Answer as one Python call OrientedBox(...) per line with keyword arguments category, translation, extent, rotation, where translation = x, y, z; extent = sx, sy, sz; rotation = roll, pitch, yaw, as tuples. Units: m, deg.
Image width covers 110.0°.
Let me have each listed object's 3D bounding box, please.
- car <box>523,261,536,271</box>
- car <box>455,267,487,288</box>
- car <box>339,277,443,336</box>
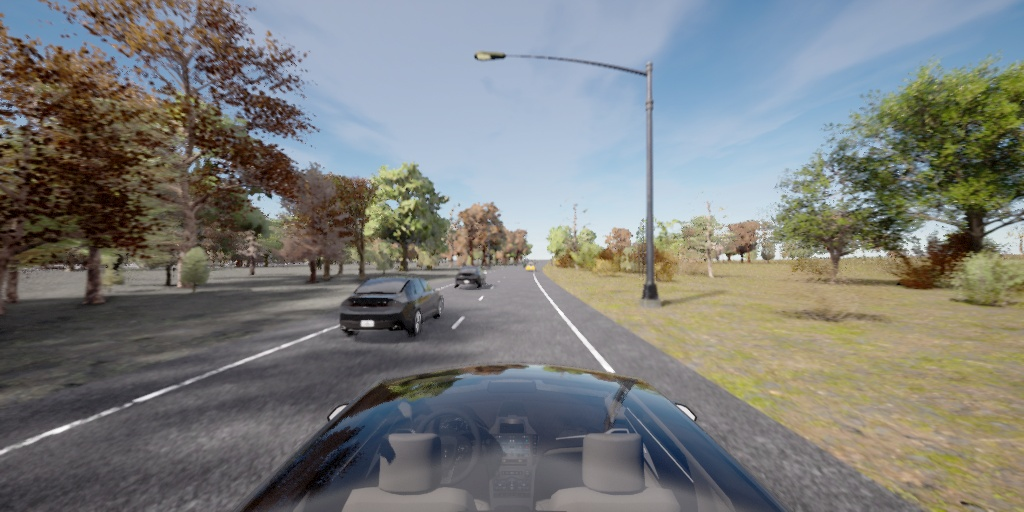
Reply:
OrientedBox(category="car", translation=(3.349, 1.914, 63.574), extent=(1.801, 1.575, 5.366), rotation=(0, -1, 4))
OrientedBox(category="car", translation=(-3.032, 1.540, 26.847), extent=(1.837, 1.490, 4.892), rotation=(0, -1, 2))
OrientedBox(category="car", translation=(-3.339, 1.355, 10.756), extent=(1.837, 1.490, 4.892), rotation=(0, -1, 1))
